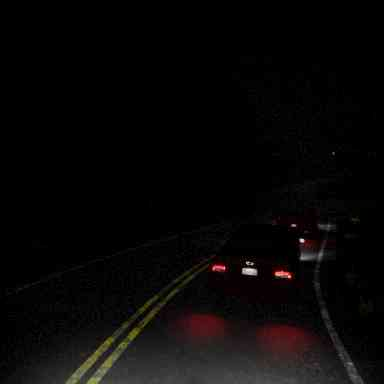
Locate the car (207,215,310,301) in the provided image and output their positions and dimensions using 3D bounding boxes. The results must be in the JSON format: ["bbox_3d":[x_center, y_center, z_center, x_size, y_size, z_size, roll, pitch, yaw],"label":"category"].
[{"bbox_3d":[1.863,1.549,8.638,2.033,1.411,5.357,2,0,18],"label":"car"}]

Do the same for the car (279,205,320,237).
[{"bbox_3d":[6.010,1.487,18.662,1.882,1.535,5.008,2,1,23],"label":"car"}]
